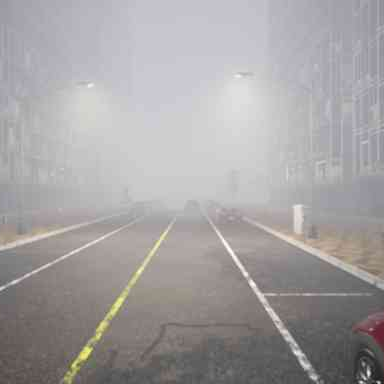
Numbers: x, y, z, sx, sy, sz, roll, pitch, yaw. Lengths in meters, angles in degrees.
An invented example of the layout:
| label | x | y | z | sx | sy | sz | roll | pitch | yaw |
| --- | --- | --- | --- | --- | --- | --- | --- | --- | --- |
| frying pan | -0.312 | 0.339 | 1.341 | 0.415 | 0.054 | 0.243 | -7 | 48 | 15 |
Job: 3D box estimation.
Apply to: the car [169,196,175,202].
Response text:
| label | x | y | z | sx | sy | sz | roll | pitch | yaw |
| --- | --- | --- | --- | --- | --- | --- | --- | --- | --- |
| car | -5.710 | 1.797 | 87.307 | 1.752 | 1.417 | 4.829 | 0 | 0 | 0 |

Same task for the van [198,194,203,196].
| label | x | y | z | sx | sy | sz | roll | pitch | yaw |
| --- | --- | --- | --- | --- | --- | --- | --- | --- | --- |
| van | 2.675 | 1.576 | 70.394 | 1.690 | 1.788 | 3.998 | 0 | 0 | 0 |

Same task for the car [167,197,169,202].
| label | x | y | z | sx | sy | sz | roll | pitch | yaw |
| --- | --- | --- | --- | --- | --- | --- | --- | --- | --- |
| car | -5.704 | 1.770 | 59.014 | 1.947 | 1.339 | 4.313 | 0 | 0 | 0 |

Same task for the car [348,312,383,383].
| label | x | y | z | sx | sy | sz | roll | pitch | yaw |
| --- | --- | --- | --- | --- | --- | --- | --- | --- | --- |
| car | 2.690 | 1.450 | 2.085 | 1.967 | 1.590 | 4.097 | 0 | 0 | 0 |

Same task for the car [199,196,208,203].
| label | x | y | z | sx | sy | sz | roll | pitch | yaw |
| --- | --- | --- | --- | --- | --- | --- | --- | --- | --- |
| car | 2.674 | 1.688 | 76.085 | 1.967 | 1.590 | 4.097 | 0 | 0 | 0 |

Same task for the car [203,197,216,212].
| label | x | y | z | sx | sy | sz | roll | pitch | yaw |
| --- | --- | --- | --- | --- | --- | --- | --- | --- | --- |
| car | 2.681 | 1.721 | 41.931 | 1.947 | 1.339 | 4.313 | 0 | 0 | 0 |

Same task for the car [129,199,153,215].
| label | x | y | z | sx | sy | sz | roll | pitch | yaw |
| --- | --- | --- | --- | --- | --- | --- | --- | --- | --- |
| car | -5.698 | 1.681 | 36.244 | 1.887 | 1.381 | 4.507 | 0 | 0 | 0 |

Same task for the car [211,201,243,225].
| label | x | y | z | sx | sy | sz | roll | pitch | yaw |
| --- | --- | --- | --- | --- | --- | --- | --- | --- | --- |
| car | 2.685 | 1.644 | 24.855 | 1.887 | 1.381 | 4.507 | 0 | 0 | 0 |

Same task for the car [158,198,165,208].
| label | x | y | z | sx | sy | sz | roll | pitch | yaw |
| --- | --- | --- | --- | --- | --- | --- | --- | --- | --- |
| car | -5.702 | 1.733 | 53.322 | 1.887 | 1.381 | 4.507 | 0 | 0 | 0 |

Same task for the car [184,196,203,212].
| label | x | y | z | sx | sy | sz | roll | pitch | yaw |
| --- | --- | --- | --- | --- | --- | --- | --- | --- | --- |
| car | 0.089 | 1.629 | 41.066 | 1.882 | 1.535 | 5.008 | 0 | 0 | 0 |

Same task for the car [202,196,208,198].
| label | x | y | z | sx | sy | sz | roll | pitch | yaw |
| --- | --- | --- | --- | --- | --- | --- | --- | --- | --- |
| car | 2.679 | 1.755 | 53.316 | 1.947 | 1.339 | 4.313 | 0 | 0 | 0 |

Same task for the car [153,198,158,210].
| label | x | y | z | sx | sy | sz | roll | pitch | yaw |
| --- | --- | --- | --- | --- | --- | --- | --- | --- | --- |
| car | -5.700 | 1.736 | 41.937 | 1.802 | 1.307 | 4.206 | 0 | 0 | 0 |

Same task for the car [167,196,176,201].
| label | x | y | z | sx | sy | sz | roll | pitch | yaw |
| --- | --- | --- | --- | --- | --- | --- | --- | --- | --- |
| car | -5.712 | 1.834 | 93.171 | 2.008 | 1.369 | 4.403 | 0 | 0 | 0 |
